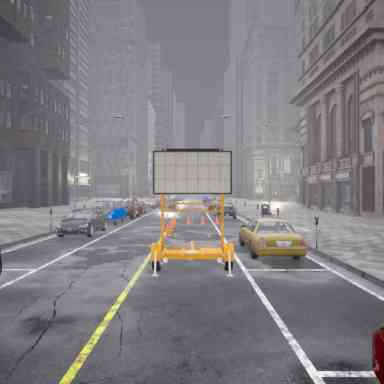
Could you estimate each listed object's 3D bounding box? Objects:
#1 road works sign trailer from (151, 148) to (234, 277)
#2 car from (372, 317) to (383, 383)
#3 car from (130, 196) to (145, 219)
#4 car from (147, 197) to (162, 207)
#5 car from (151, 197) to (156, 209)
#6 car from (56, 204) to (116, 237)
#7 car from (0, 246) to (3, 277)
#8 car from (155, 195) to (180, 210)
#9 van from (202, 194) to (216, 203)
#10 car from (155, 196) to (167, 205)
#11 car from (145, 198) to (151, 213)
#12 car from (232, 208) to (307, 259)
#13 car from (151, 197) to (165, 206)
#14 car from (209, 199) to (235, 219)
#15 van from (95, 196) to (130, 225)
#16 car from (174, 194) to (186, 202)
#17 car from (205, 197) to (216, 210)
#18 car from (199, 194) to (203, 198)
[{"bbox_3d":[0.014,0.466,10.265,2.380,3.560,2.880,0,0,0],"label":"road works sign trailer"},{"bbox_3d":[2.771,1.315,1.175,2.192,1.841,5.009,0,0,0],"label":"car"},{"bbox_3d":[-5.729,1.319,28.826,2.192,1.841,5.009,0,0,0],"label":"car"},{"bbox_3d":[-5.704,1.553,50.928,1.887,1.381,4.507,0,0,0],"label":"car"},{"bbox_3d":[-5.710,1.532,45.233,1.752,1.417,4.829,0,0,0],"label":"car"},{"bbox_3d":[-5.742,1.553,17.775,2.008,1.369,4.403,0,0,0],"label":"car"},{"bbox_3d":[-5.755,1.441,6.724,1.967,1.590,4.097,0,0,0],"label":"car"},{"bbox_3d":[-3.041,1.498,42.213,2.128,1.511,4.902,0,0,0],"label":"car"},{"bbox_3d":[2.848,1.349,50.899,1.690,1.788,3.998,0,0,0],"label":"van"},{"bbox_3d":[-5.691,1.556,61.979,1.887,1.381,4.507,0,0,0],"label":"car"},{"bbox_3d":[-5.723,1.550,34.352,1.887,1.381,4.507,0,0,0],"label":"car"},{"bbox_3d":[2.788,1.527,12.394,1.752,1.417,4.829,0,0,0],"label":"car"},{"bbox_3d":[-5.697,1.554,56.453,1.887,1.381,4.507,0,0,0],"label":"car"},{"bbox_3d":[2.813,1.555,28.799,2.008,1.369,4.403,0,0,0],"label":"car"},{"bbox_3d":[-5.735,1.344,23.301,1.690,1.788,3.998,0,0,0],"label":"van"},{"bbox_3d":[-2.898,1.523,74.074,1.837,1.490,4.892,0,0,0],"label":"car"},{"bbox_3d":[2.830,1.588,39.849,1.802,1.307,4.206,0,0,0],"label":"car"},{"bbox_3d":[2.864,1.556,61.949,1.887,1.381,4.507,0,0,0],"label":"car"}]
